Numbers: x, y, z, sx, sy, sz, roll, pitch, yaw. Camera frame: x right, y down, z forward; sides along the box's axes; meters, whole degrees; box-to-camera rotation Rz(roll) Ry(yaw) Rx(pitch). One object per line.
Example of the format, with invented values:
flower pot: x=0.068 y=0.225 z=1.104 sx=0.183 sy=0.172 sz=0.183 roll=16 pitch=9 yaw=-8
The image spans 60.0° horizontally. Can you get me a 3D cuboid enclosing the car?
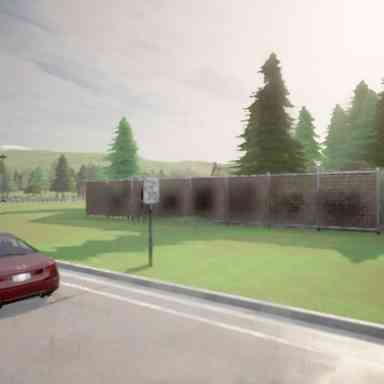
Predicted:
car: x=-4.856 y=1.595 z=7.458 sx=4.181 sy=1.385 sz=1.994 roll=0 pitch=0 yaw=35
